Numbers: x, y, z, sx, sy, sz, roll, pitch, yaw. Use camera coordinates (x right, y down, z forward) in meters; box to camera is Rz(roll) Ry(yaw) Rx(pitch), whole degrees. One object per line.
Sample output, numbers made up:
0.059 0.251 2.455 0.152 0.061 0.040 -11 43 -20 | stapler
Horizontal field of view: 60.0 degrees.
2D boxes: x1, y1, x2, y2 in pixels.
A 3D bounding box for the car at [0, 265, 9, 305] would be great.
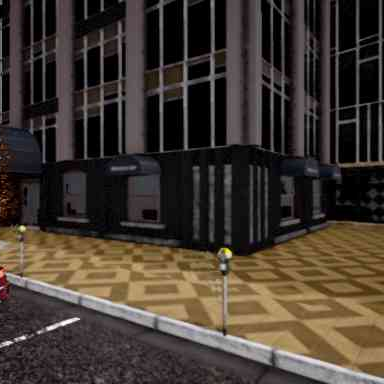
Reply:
-5.251 1.591 6.617 4.206 1.307 1.802 0 0 35 | car
